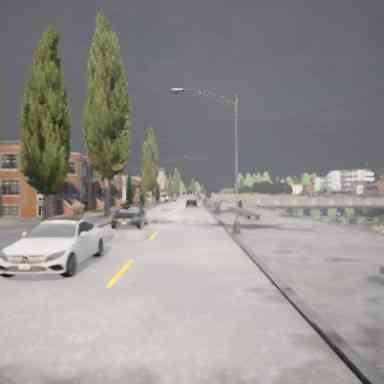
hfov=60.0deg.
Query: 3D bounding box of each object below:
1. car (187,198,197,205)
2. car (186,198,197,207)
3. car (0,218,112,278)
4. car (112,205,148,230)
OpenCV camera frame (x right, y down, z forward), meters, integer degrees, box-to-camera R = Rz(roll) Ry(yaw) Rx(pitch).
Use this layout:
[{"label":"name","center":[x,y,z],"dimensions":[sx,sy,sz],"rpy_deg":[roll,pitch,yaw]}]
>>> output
[{"label":"car","center":[-0.063,1.836,66.533],"dimensions":[1.994,1.385,4.181],"rpy_deg":[0,0,0]},{"label":"car","center":[-0.053,1.713,56.113],"dimensions":[1.882,1.535,5.008],"rpy_deg":[0,0,0]},{"label":"car","center":[-4.097,1.574,10.462],"dimensions":[1.812,1.442,4.674],"rpy_deg":[0,0,0]},{"label":"car","center":[-4.075,1.623,22.304],"dimensions":[1.812,1.442,4.674],"rpy_deg":[0,0,0]}]
